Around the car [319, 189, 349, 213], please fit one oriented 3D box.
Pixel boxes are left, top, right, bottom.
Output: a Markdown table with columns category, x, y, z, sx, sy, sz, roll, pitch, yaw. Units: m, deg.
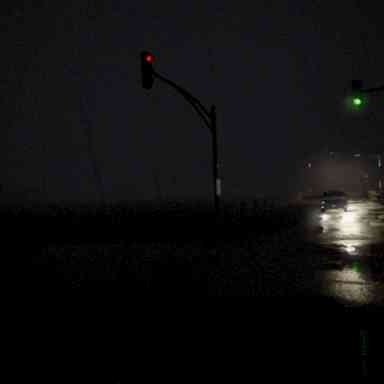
| category | x | y | z | sx | sy | sz | roll | pitch | yaw |
| --- | --- | --- | --- | --- | --- | --- | --- | --- | --- |
| car | 13.199 | 0.795 | 30.875 | 2.150 | 2.045 | 5.566 | -2 | 0 | 24 |
